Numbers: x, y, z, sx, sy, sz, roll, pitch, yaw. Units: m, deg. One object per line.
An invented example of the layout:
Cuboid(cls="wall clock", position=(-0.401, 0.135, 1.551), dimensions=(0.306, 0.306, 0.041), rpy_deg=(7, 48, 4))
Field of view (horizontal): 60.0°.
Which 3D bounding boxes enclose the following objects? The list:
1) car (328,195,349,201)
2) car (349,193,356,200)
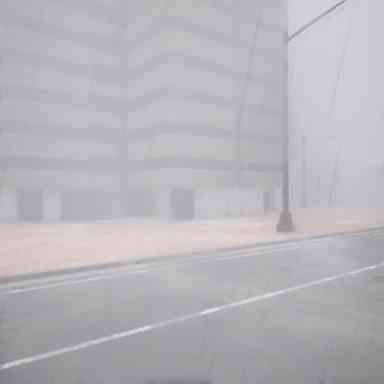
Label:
Cuboid(cls="car", position=(35.395, 1.574, 81.332), dimensions=(1.970, 1.475, 3.806), rpy_deg=(0, -1, -37))
Cuboid(cls="car", position=(42.517, 1.177, 85.330), dimensions=(2.152, 1.636, 5.027), rpy_deg=(0, 0, -37))
